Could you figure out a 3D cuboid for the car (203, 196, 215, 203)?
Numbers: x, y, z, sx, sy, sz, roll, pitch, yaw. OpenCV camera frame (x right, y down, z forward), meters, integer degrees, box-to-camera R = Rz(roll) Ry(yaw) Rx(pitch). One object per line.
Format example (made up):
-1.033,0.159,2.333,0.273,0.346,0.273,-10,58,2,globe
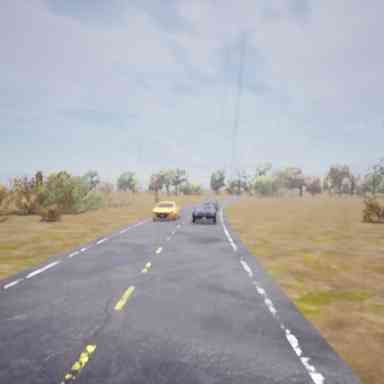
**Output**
3.805,1.686,75.268,2.128,1.511,4.902,0,0,10,car

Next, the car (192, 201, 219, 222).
1.039,1.658,26.727,1.895,1.301,4.718,0,0,4,car

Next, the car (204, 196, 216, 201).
2.499,1.642,43.878,2.033,1.411,5.357,0,0,6,car

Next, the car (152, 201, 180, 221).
-2.096,1.532,27.813,1.882,1.535,5.008,0,0,4,car
